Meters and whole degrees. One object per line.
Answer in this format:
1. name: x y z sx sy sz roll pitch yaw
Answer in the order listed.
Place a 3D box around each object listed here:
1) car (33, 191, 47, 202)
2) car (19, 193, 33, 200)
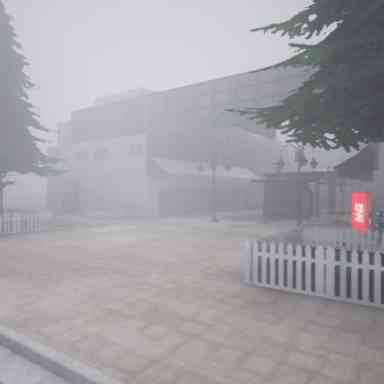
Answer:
1. car: -24.605 0.831 56.734 4.605 1.855 1.932 0 0 36
2. car: -35.898 0.946 72.726 4.514 1.523 2.007 0 0 36
